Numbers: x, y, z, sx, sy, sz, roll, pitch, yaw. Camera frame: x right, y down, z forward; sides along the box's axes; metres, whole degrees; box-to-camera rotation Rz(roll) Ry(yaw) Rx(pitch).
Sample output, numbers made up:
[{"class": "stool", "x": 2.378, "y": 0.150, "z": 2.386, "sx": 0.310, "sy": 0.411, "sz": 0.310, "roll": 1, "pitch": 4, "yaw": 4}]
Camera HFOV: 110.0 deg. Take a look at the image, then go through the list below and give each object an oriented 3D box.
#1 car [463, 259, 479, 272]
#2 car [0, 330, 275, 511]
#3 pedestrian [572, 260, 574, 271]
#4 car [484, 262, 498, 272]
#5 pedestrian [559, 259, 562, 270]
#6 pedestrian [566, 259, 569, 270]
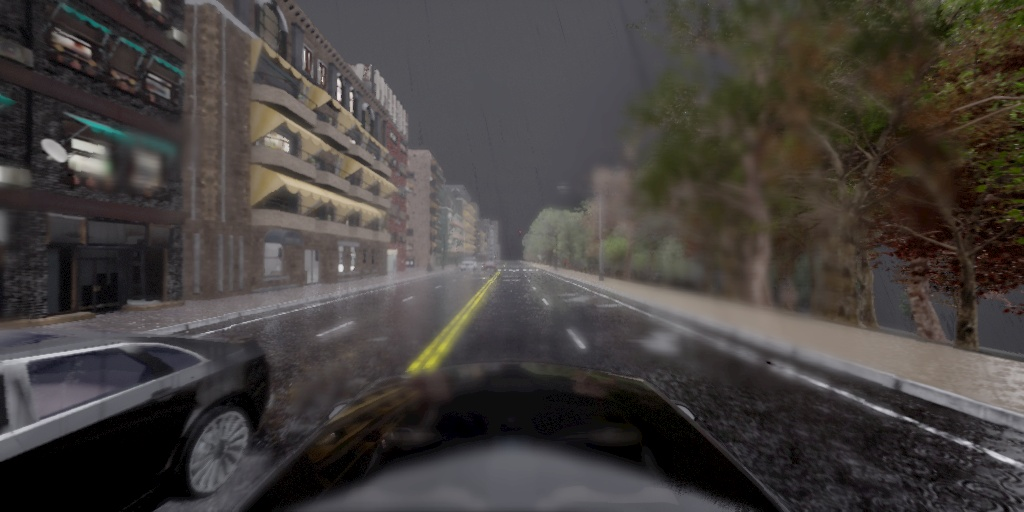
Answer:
[{"class": "car", "x": -6.591, "y": 1.430, "z": 57.892, "sx": 2.150, "sy": 2.045, "sz": 5.566, "roll": 0, "pitch": -1, "yaw": 0}, {"class": "car", "x": -3.346, "y": 1.241, "z": 1.635, "sx": 2.128, "sy": 1.511, "sz": 4.902, "roll": 0, "pitch": 0, "yaw": 0}, {"class": "pedestrian", "x": 9.917, "y": 1.549, "z": 58.350, "sx": 0.375, "sy": 1.860, "sz": 0.375, "roll": 0, "pitch": 0, "yaw": 0}, {"class": "car", "x": -3.346, "y": 1.698, "z": 57.486, "sx": 1.882, "sy": 1.535, "sz": 5.008, "roll": 0, "pitch": -1, "yaw": 0}, {"class": "pedestrian", "x": 7.916, "y": 1.367, "z": 58.948, "sx": 0.375, "sy": 1.860, "sz": 0.375, "roll": 0, "pitch": 0, "yaw": 0}, {"class": "pedestrian", "x": 8.918, "y": 1.357, "z": 57.750, "sx": 0.375, "sy": 1.860, "sz": 0.375, "roll": 0, "pitch": 0, "yaw": 0}]
